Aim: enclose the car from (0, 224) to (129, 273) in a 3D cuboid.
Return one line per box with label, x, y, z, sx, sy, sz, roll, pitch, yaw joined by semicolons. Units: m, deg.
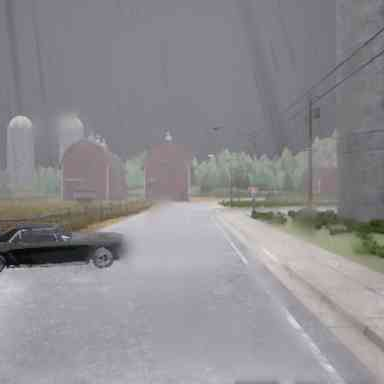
car;-4.342;1.636;10.204;4.718;1.301;1.895;0;0;-16
